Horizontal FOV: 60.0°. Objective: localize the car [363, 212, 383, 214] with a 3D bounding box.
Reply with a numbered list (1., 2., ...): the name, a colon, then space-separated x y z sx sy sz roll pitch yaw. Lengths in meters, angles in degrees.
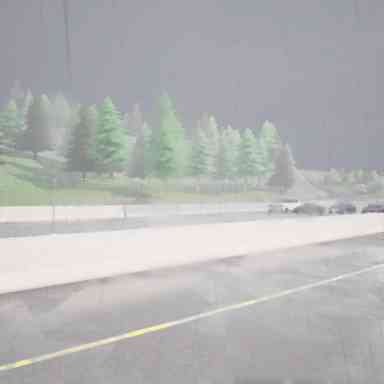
1. car: 19.328 1.966 34.797 1.837 1.490 4.892 0 -1 44
